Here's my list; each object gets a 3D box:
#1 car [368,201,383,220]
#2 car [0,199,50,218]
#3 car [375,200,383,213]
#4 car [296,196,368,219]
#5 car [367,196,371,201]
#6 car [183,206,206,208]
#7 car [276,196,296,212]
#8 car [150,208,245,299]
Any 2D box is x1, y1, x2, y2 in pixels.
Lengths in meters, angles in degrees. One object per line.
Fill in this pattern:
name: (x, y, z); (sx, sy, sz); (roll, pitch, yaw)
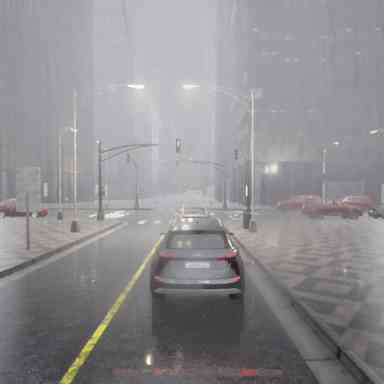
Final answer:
car: (17.827, 1.742, 29.211); (4.313, 1.339, 1.947); (0, 1, 0)
car: (-14.857, 1.566, 29.184); (4.507, 1.381, 1.887); (0, 1, 0)
car: (23.473, 1.634, 37.739); (4.313, 1.339, 1.947); (0, 1, 0)
car: (12.185, 1.463, 29.203); (5.009, 1.841, 2.192); (0, 1, 0)
car: (17.831, 1.353, 37.732); (5.009, 1.841, 2.192); (0, 1, 0)
car: (0.133, 1.507, 17.521); (1.837, 1.490, 4.892); (0, 0, 0)
car: (12.188, 1.325, 37.727); (5.009, 1.841, 2.192); (0, 1, 0)
car: (0.126, 1.428, 8.434); (2.033, 1.649, 4.856); (0, 0, 1)
